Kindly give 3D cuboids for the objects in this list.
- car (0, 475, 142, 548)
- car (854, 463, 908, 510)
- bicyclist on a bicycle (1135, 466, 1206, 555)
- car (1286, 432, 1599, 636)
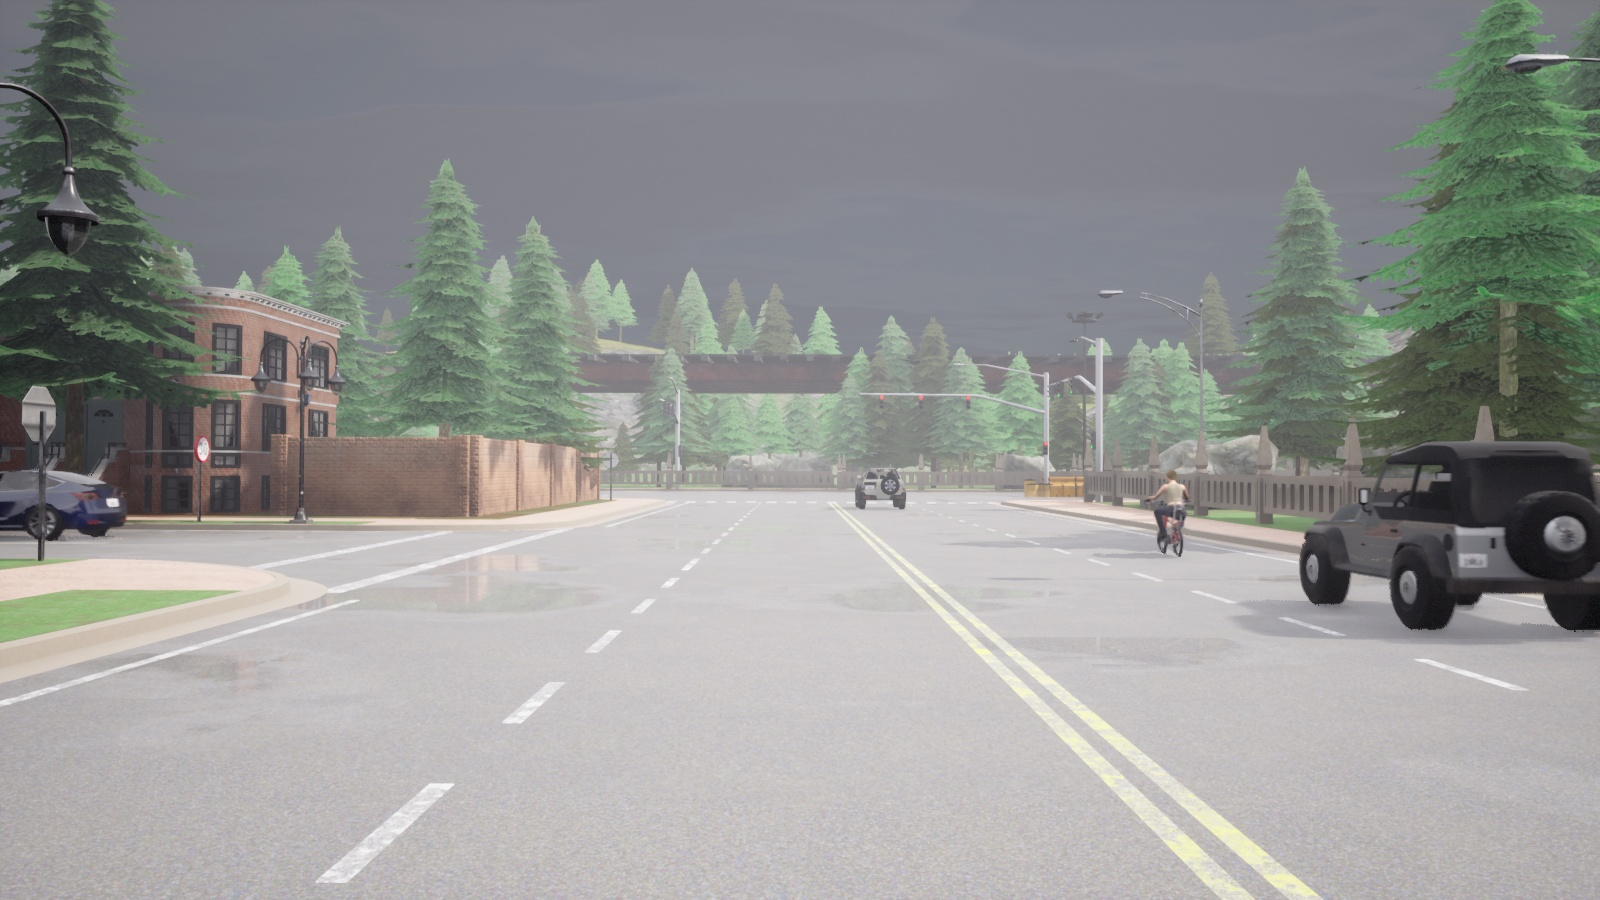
[{"bbox_3d":[-17.112,1.298,27.017,4.792,1.488,2.163,0,-1,2],"label":"car"},{"bbox_3d":[3.365,1.504,52.809,1.932,1.855,4.605,0,-1,0],"label":"car"},{"bbox_3d":[6.945,1.120,23.609,0.866,1.612,1.509,0,-1,0],"label":"bicyclist on a bicycle"},{"bbox_3d":[6.964,0.810,13.565,1.905,1.878,3.866,0,-1,0],"label":"car"}]
